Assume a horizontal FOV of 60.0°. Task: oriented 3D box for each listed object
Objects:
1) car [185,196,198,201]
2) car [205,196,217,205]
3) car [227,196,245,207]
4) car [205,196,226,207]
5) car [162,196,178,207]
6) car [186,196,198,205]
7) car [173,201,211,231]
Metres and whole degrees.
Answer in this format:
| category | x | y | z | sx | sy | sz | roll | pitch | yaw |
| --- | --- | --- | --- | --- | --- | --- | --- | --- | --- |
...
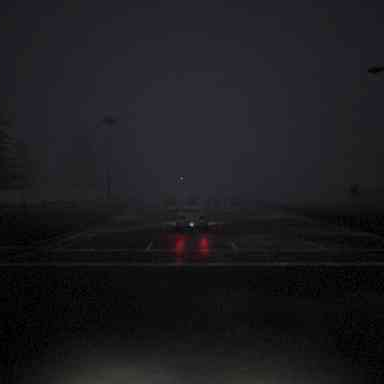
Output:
| category | x | y | z | sx | sy | sz | roll | pitch | yaw |
| --- | --- | --- | --- | --- | --- | --- | --- | --- | --- |
| car | -0.021 | 1.538 | 50.899 | 2.033 | 1.411 | 5.357 | 0 | 0 | 0 |
| car | 3.475 | 1.466 | 61.320 | 1.882 | 1.535 | 5.008 | 0 | 0 | 0 |
| car | 6.979 | 1.555 | 51.318 | 1.994 | 1.385 | 4.181 | 0 | 0 | 0 |
| car | 3.479 | 1.538 | 50.900 | 2.033 | 1.411 | 5.357 | 0 | 0 | 0 |
| car | -3.521 | 1.516 | 51.314 | 1.812 | 1.442 | 4.674 | 0 | 0 | 0 |
| car | -0.025 | 1.480 | 61.319 | 2.128 | 1.511 | 4.902 | 0 | 0 | 0 |
| car | -0.009 | 1.522 | 20.291 | 1.812 | 1.442 | 4.674 | 0 | 0 | 0 |
